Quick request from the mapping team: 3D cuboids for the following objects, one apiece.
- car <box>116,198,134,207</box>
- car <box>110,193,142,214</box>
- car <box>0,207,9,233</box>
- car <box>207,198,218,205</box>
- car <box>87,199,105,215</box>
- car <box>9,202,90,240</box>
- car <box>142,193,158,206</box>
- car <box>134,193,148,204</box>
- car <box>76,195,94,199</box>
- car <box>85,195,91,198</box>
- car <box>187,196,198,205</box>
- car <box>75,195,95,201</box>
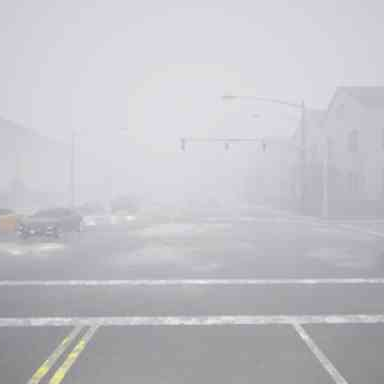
[{"bbox_3d":[-10.527,1.597,52.524,1.994,1.385,4.181,0,0,0],"label":"car"},{"bbox_3d":[-7.057,1.244,35.365,2.150,2.045,5.566,0,0,0],"label":"car"},{"bbox_3d":[-10.581,1.488,17.173,1.882,1.535,5.008,0,0,0],"label":"car"},{"bbox_3d":[3.566,1.635,58.763,1.895,1.301,4.718,0,0,0],"label":"car"},{"bbox_3d":[-10.560,1.622,34.460,1.895,1.301,4.718,0,0,0],"label":"car"},{"bbox_3d":[-7.080,1.515,17.174,1.837,1.490,4.892,0,0,0],"label":"car"},{"bbox_3d":[-7.014,1.255,56.844,2.150,2.045,5.566,0,0,0],"label":"car"},{"bbox_3d":[-10.421,1.317,68.630,2.150,2.045,5.566,0,0,0],"label":"car"},{"bbox_3d":[-28.891,1.350,89.813,1.853,1.218,4.536,0,0,29],"label":"car"},{"bbox_3d":[-28.083,1.504,84.491,2.038,1.542,4.974,0,0,-36],"label":"car"},{"bbox_3d":[0.068,1.528,58.737,2.128,1.511,4.902,0,0,0],"label":"car"},{"bbox_3d":[-28.867,1.508,89.859,2.038,1.542,4.974,0,0,29],"label":"car"}]
